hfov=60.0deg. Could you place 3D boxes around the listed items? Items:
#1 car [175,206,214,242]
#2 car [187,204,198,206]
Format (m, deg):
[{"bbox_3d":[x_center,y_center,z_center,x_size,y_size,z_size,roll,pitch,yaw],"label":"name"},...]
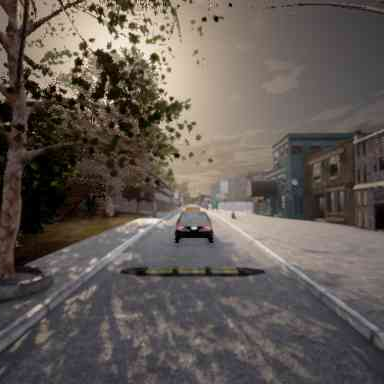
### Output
[{"bbox_3d":[0.096,1.655,16.917,2.033,1.411,5.357,0,-1,0],"label":"car"},{"bbox_3d":[0.063,2.299,42.427,1.882,1.535,5.008,0,-2,0],"label":"car"}]
